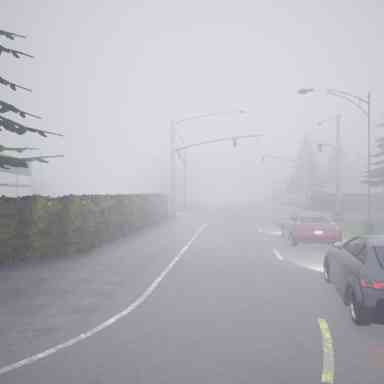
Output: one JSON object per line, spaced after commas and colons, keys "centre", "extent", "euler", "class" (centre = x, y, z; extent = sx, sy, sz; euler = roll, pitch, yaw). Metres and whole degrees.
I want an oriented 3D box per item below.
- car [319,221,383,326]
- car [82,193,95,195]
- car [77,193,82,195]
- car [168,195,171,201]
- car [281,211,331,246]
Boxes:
{"centre": [4.002, 1.564, 6.830], "extent": [1.994, 1.385, 4.181], "euler": [0, 0, 14], "class": "car"}
{"centre": [-23.353, 1.097, 78.207], "extent": [1.932, 1.855, 4.605], "euler": [0, 0, 7], "class": "car"}
{"centre": [-26.288, 1.077, 78.179], "extent": [1.905, 1.878, 3.866], "euler": [0, 0, 7], "class": "car"}
{"centre": [-4.948, 1.373, 75.634], "extent": [1.845, 1.501, 3.633], "euler": [0, 0, 7], "class": "car"}
{"centre": [5.277, 1.564, 15.143], "extent": [1.994, 1.385, 4.181], "euler": [0, 0, 8], "class": "car"}
